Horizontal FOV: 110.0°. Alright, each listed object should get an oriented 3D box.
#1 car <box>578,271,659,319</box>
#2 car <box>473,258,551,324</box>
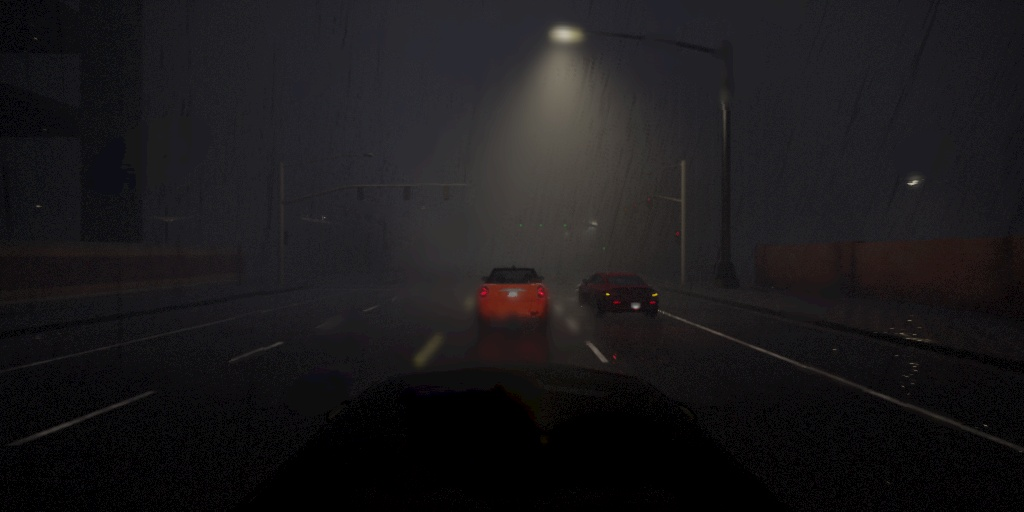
[{"bbox_3d":[3.561,1.240,12.595,1.812,1.442,4.674,0,0,0],"label":"car"},{"bbox_3d":[0.059,1.068,12.002,2.097,1.767,4.553,0,0,0],"label":"car"}]
